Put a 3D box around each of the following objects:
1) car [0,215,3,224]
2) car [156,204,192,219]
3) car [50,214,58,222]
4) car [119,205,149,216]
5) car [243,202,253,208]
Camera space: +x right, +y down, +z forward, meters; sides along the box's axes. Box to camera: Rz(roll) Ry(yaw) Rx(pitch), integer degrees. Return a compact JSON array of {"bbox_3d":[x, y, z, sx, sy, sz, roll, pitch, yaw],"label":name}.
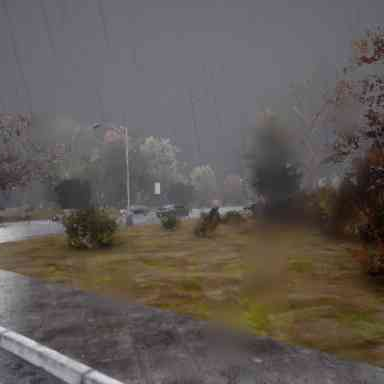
[{"bbox_3d":[-18.873,2.439,28.341,1.837,1.490,4.892,-3,-2,35],"label":"car"},{"bbox_3d":[-1.800,2.020,35.028,1.837,1.490,4.892,-3,-2,32],"label":"car"},{"bbox_3d":[-13.428,2.517,36.650,1.994,1.385,4.181,-3,-2,32],"label":"car"},{"bbox_3d":[-7.870,2.491,45.391,2.128,1.511,4.902,-3,-2,32],"label":"car"},{"bbox_3d":[10.013,2.267,53.696,1.895,1.301,4.718,-3,-2,32],"label":"car"}]
